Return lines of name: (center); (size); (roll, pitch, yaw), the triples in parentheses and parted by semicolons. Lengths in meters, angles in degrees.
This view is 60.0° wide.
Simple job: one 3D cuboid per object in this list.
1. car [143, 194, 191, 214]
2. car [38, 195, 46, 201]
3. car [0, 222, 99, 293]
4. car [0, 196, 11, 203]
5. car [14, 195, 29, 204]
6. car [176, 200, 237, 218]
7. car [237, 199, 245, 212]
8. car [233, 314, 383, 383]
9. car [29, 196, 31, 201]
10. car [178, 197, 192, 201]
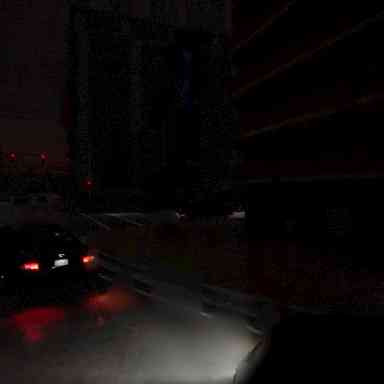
car: (-2.521, 1.277, 36.480); (5.566, 2.045, 2.150); (0, 0, -23)
car: (-37.091, 1.540, 82.286); (2.033, 1.411, 5.357); (0, 0, -23)
car: (-4.340, 1.547, 9.023); (2.033, 1.411, 5.357); (0, 0, -39)
car: (-39.968, 1.534, 71.139); (2.033, 1.411, 5.357); (0, 0, -23)
car: (-33.522, 1.477, 64.989); (1.882, 1.535, 5.008); (0, 0, -23)
car: (1.344, 1.656, 30.289); (4.718, 1.301, 1.895); (0, 0, -23)
car: (6.629, 1.560, 40.281); (4.892, 1.490, 1.837); (0, 0, -23)
car: (2.884, 1.547, 2.009); (5.357, 1.411, 2.033); (0, 0, 35)
car: (-40.223, 1.525, 80.706); (2.128, 1.511, 4.902); (0, 0, -23)
car: (1.470, 1.560, 34.348); (4.892, 1.490, 1.837); (0, 0, -23)
